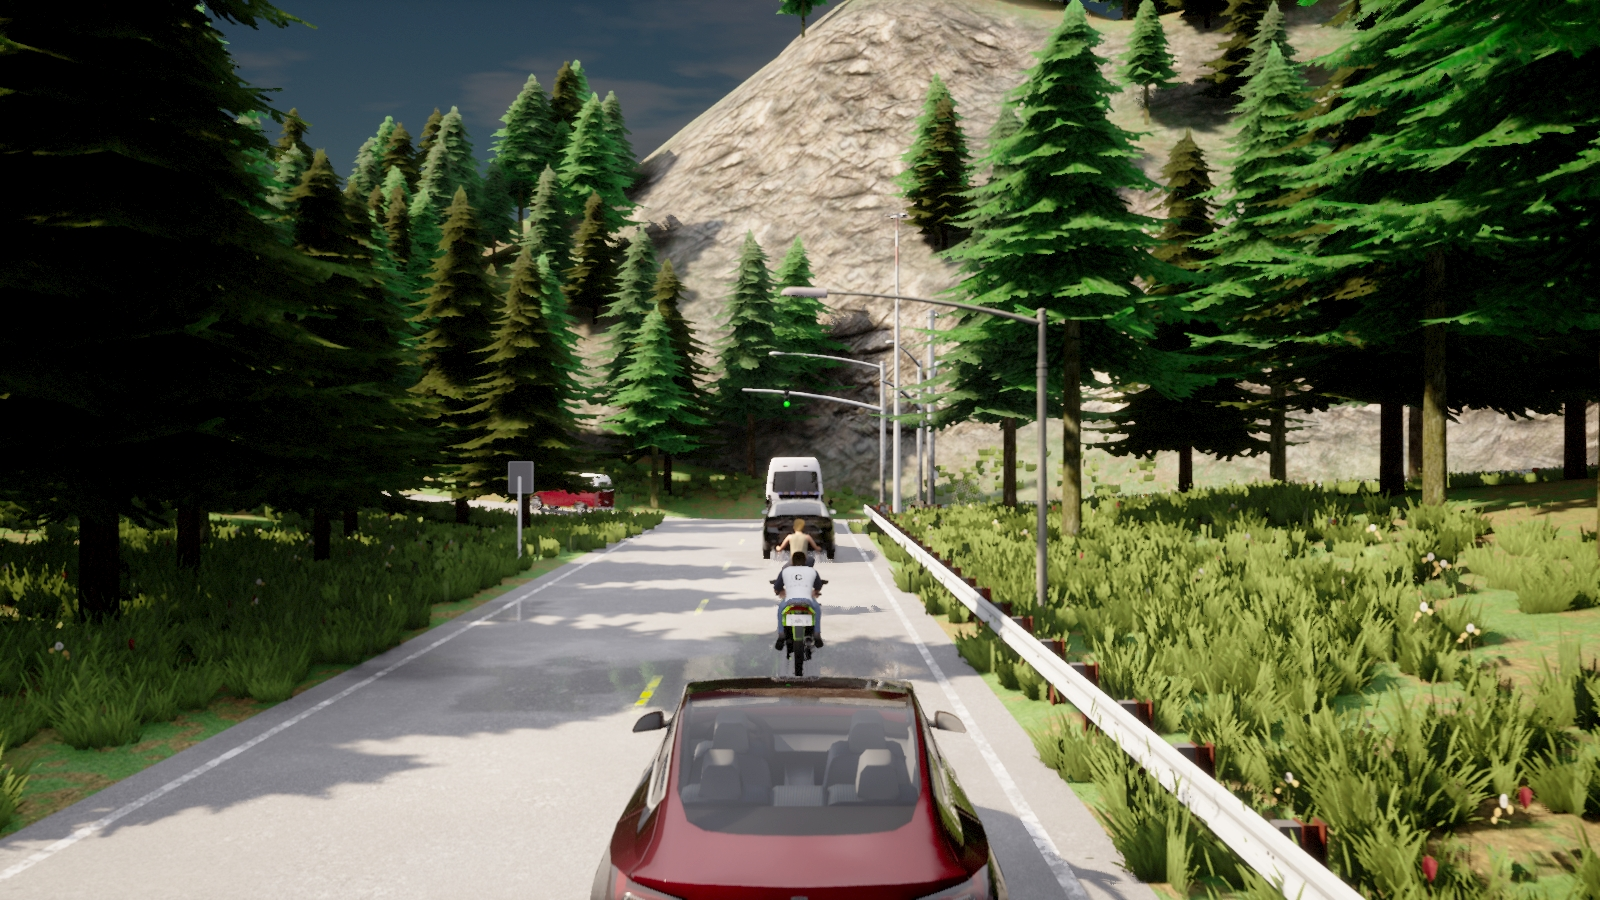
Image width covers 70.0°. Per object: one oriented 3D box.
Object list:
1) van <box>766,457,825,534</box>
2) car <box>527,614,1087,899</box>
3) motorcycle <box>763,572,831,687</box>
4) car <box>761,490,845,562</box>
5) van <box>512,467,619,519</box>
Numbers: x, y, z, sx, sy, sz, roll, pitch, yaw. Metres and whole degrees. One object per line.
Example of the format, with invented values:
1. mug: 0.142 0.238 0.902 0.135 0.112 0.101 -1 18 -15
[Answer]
1. van: -0.241 1.558 41.660 1.988 2.561 5.915 0 0 -2
2. car: 0.025 2.068 6.815 2.163 1.488 4.792 0 0 0
3. motorcycle: -0.034 2.221 14.478 0.803 1.145 2.033 0 0 0
4. car: 0.077 2.001 31.227 2.097 1.638 5.238 0 0 0
5. van: -11.302 2.043 55.163 4.480 2.038 2.069 5 0 20
